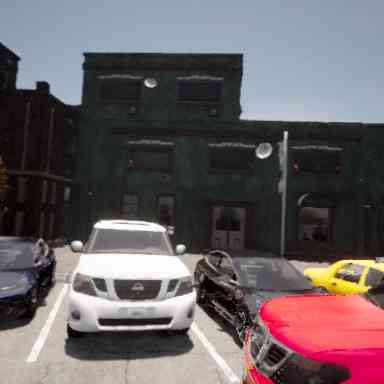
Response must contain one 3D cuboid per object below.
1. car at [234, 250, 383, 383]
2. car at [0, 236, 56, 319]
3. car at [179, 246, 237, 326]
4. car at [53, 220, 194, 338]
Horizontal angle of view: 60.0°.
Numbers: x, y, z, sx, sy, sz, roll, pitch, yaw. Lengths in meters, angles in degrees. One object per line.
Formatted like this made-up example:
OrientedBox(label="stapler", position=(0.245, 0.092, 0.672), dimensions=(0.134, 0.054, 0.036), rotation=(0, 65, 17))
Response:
OrientedBox(label="car", position=(3.327, 1.662, 3.331), dimensions=(5.566, 2.045, 2.150), rotation=(3, -4, 5))
OrientedBox(label="car", position=(-4.565, 1.871, 8.143), dimensions=(2.163, 1.488, 4.792), rotation=(5, -5, -15))
OrientedBox(label="car", position=(1.406, 2.149, 7.612), dimensions=(2.163, 1.488, 4.792), rotation=(5, -5, -15))
OrientedBox(label="car", position=(-1.565, 1.730, 7.902), dimensions=(2.435, 2.045, 5.566), rotation=(5, -5, -15))
